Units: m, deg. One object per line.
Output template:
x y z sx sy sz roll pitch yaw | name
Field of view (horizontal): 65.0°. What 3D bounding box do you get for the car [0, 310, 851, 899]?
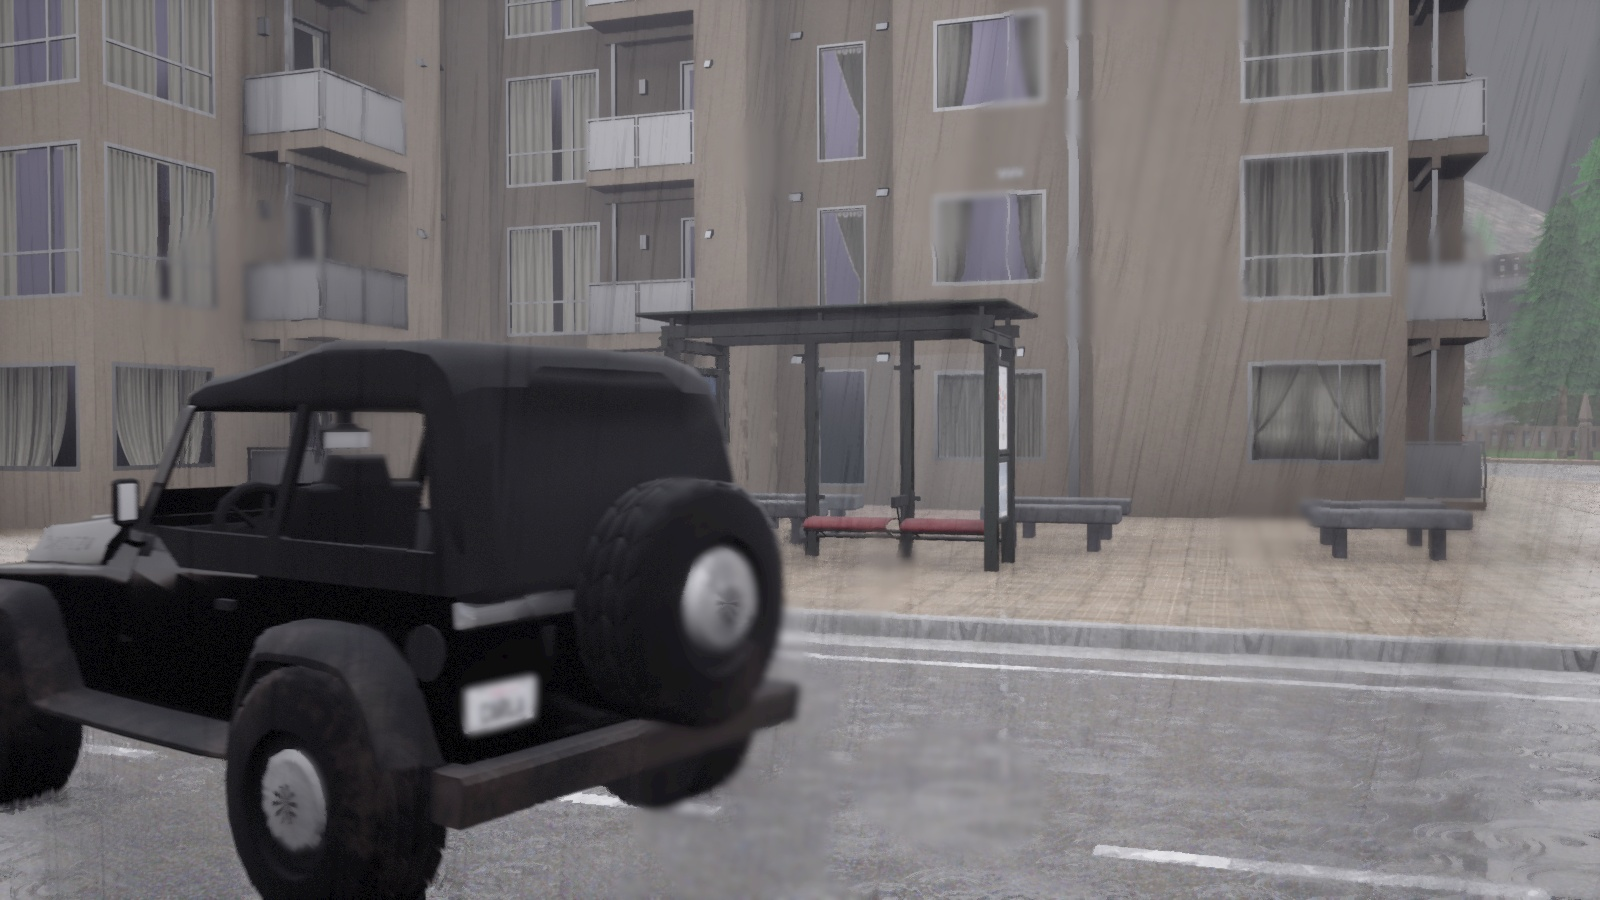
-1.932 0.531 5.269 3.866 1.878 1.905 1 1 35 | car
